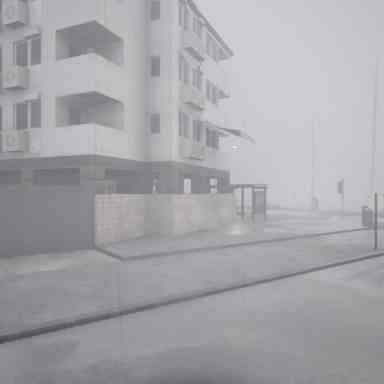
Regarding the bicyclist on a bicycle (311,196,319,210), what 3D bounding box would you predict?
[{"bbox_3d":[14.623,1.358,39.526,1.656,1.620,0.582,0,0,-35],"label":"bicyclist on a bicycle"}]
